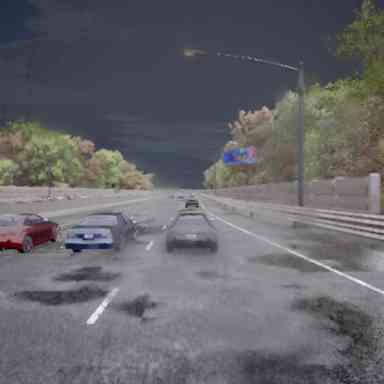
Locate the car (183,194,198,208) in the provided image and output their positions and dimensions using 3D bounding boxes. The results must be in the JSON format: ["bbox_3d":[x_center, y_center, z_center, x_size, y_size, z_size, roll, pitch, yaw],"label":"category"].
[{"bbox_3d":[-0.008,1.507,49.082,1.837,1.490,4.892,0,0,0],"label":"car"}]

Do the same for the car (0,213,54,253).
[{"bbox_3d":[-7.003,1.564,13.634,1.994,1.385,4.181,0,0,0],"label":"car"}]

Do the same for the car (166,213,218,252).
[{"bbox_3d":[-0.007,1.564,13.909,1.994,1.385,4.181,0,0,0],"label":"car"}]

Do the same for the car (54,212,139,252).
[{"bbox_3d":[-3.502,1.547,13.766,2.033,1.411,5.357,0,0,0],"label":"car"}]
